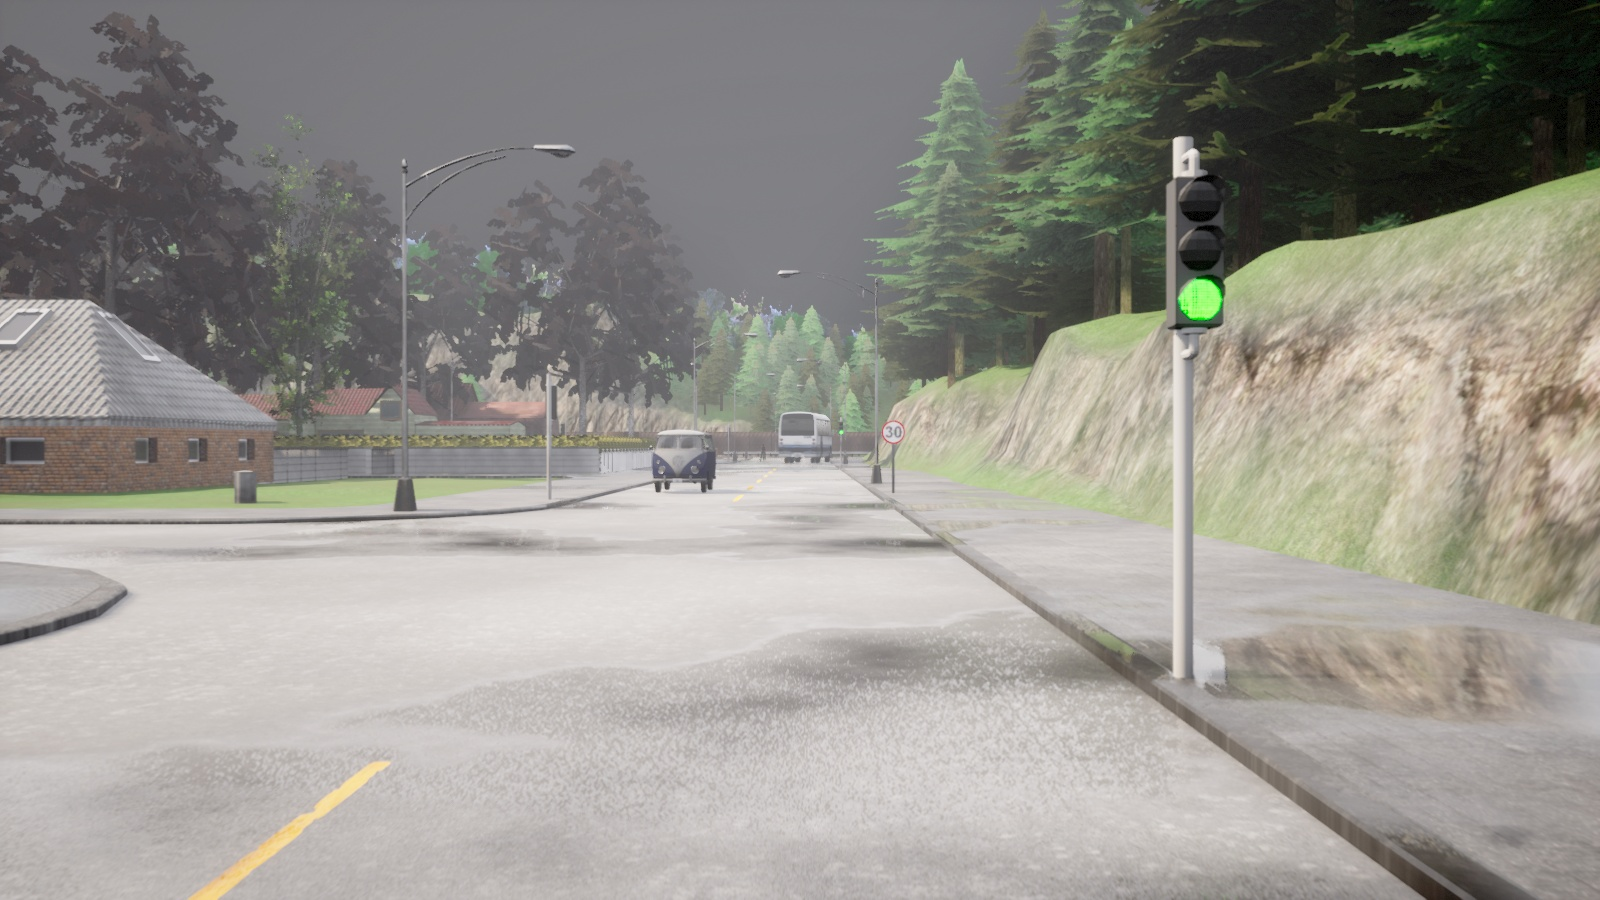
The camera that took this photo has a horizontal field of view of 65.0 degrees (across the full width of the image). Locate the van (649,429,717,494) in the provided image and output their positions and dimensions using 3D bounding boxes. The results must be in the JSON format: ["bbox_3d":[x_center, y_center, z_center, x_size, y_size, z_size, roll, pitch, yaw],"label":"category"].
[{"bbox_3d":[-3.749,0.342,40.838,1.775,1.987,4.442,0,0,0],"label":"van"}]
